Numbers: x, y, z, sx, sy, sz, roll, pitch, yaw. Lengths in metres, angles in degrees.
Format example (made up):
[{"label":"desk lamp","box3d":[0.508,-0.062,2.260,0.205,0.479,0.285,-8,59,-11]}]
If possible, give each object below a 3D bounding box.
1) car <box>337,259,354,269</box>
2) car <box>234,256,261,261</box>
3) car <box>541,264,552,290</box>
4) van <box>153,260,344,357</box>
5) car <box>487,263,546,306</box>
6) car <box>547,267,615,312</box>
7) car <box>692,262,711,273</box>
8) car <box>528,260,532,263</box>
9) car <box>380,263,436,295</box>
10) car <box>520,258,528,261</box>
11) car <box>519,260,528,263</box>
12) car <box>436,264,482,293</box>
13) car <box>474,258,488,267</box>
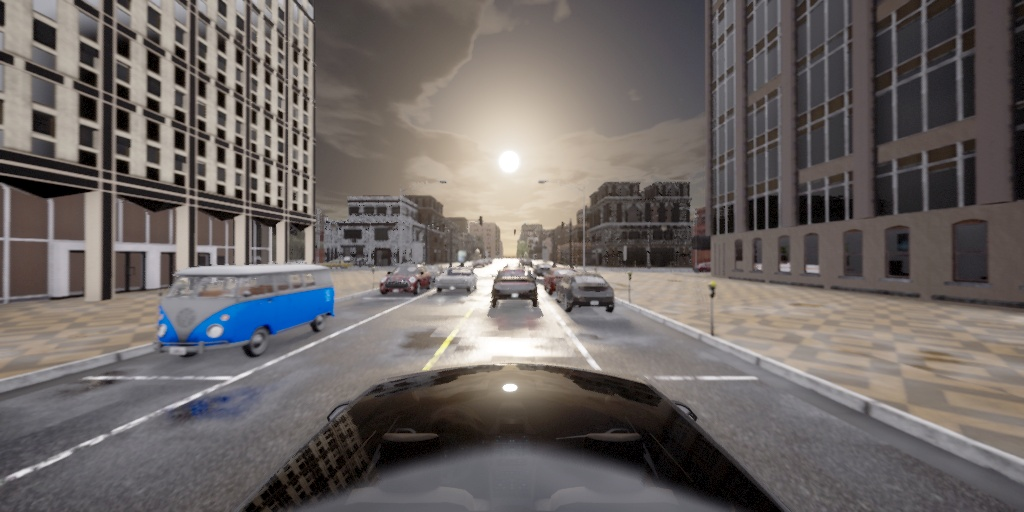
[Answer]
[{"label":"car","box3d":[-25.460,1.178,51.734,4.829,1.417,1.751,0,0,1]},{"label":"car","box3d":[-30.956,0.902,43.436,5.009,1.841,2.192,0,0,1]},{"label":"car","box3d":[2.689,1.289,19.568,1.888,1.381,4.507,0,0,0]},{"label":"van","box3d":[-5.690,1.089,8.200,1.690,1.789,3.998,0,0,0]},{"label":"car","box3d":[0.100,1.238,15.604,2.128,1.511,4.902,0,0,0]},{"label":"car","box3d":[2.690,1.297,13.876,2.007,1.370,4.403,0,0,0]},{"label":"car","box3d":[23.638,1.417,42.568,4.207,1.307,1.802,0,0,1]},{"label":"car","box3d":[2.688,1.291,30.952,2.007,1.370,4.403,0,0,0]},{"label":"car","box3d":[-5.692,1.184,19.584,1.967,1.591,4.097,0,0,0]},{"label":"car","box3d":[2.683,1.297,63.343,1.948,1.339,4.313,0,0,0]},{"label":"car","box3d":[0.096,1.305,30.900,1.994,1.385,4.181,0,0,0]},{"label":"car","box3d":[-3.074,1.345,20.695,1.895,1.301,4.718,0,0,0]},{"label":"car","box3d":[-5.697,1.314,63.355,1.802,1.307,4.207,0,0,0]}]
